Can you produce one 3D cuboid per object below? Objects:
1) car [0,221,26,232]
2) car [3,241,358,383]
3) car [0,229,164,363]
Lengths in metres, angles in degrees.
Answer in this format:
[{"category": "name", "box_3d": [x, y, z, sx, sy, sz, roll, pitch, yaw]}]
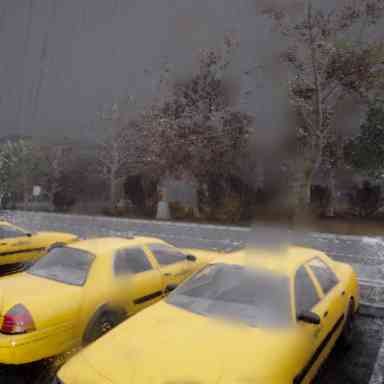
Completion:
[{"category": "car", "box_3d": [-5.734, 1.460, 9.457, 1.946, 1.575, 5.366, 0, 0, 35]}, {"category": "car", "box_3d": [0.832, 1.471, 4.324, 1.946, 1.575, 5.366, 0, 0, 35]}, {"category": "car", "box_3d": [-1.113, 1.465, 6.166, 1.946, 1.575, 5.366, 0, 0, 35]}]
